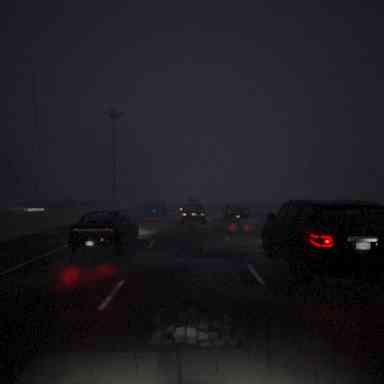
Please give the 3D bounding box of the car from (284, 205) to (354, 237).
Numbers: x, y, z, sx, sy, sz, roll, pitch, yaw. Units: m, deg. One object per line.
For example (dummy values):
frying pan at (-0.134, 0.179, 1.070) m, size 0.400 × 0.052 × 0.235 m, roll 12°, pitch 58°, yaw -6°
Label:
car at (7.096, 1.556, 19.380) m, size 2.033 × 1.411 × 5.357 m, roll 0°, pitch 0°, yaw 0°

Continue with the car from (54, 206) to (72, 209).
car at (-17.592, 1.497, 46.363) m, size 1.882 × 1.535 × 5.008 m, roll 0°, pitch 0°, yaw 0°

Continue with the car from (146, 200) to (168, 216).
car at (-3.406, 1.491, 32.201) m, size 1.882 × 1.535 × 5.008 m, roll 0°, pitch 0°, yaw 0°

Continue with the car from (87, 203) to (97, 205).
car at (-14.094, 1.620, 46.566) m, size 1.895 × 1.301 × 4.718 m, roll 0°, pitch 0°, yaw 0°

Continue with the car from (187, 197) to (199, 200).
car at (0.092, 1.370, 42.249) m, size 2.097 × 1.767 × 4.553 m, roll 0°, pitch 0°, yaw 0°

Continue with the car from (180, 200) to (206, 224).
car at (0.098, 1.558, 24.994) m, size 2.033 × 1.411 × 5.357 m, roll 0°, pitch 0°, yaw 0°

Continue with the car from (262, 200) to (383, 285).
car at (3.598, 1.226, 9.672) m, size 2.150 × 2.045 × 5.566 m, roll 0°, pitch 0°, yaw 0°

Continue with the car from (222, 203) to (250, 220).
car at (3.595, 1.613, 28.232) m, size 1.895 × 1.301 × 4.718 m, roll 0°, pitch 0°, yaw 0°

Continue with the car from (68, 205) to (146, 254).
car at (-3.403, 1.497, 13.500) m, size 2.128 × 1.511 × 4.902 m, roll 0°, pitch 0°, yaw 0°
